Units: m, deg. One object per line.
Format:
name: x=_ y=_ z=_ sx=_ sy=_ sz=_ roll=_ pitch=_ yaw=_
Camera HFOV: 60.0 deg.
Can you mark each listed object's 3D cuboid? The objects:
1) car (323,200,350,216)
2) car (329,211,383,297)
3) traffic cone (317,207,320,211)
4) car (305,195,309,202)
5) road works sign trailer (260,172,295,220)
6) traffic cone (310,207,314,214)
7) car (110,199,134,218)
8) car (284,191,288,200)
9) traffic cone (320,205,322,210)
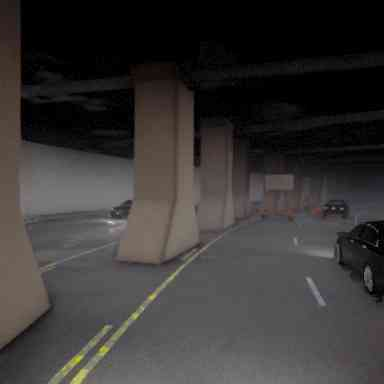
car: x=12.757 y=1.387 z=29.374 sx=2.033 sy=1.411 sz=5.357 roll=1 pitch=1 yaw=28
car: x=4.951 y=1.471 z=8.299 sx=1.837 sy=1.490 sz=4.892 roll=0 pitch=0 yaw=12
traffic cone: x=12.351 y=1.755 z=33.306 sx=0.340 sy=0.580 sz=0.340 roll=1 pitch=1 yaw=28
car: x=20.660 y=1.238 z=58.695 sx=1.895 sy=1.301 sz=4.718 roll=1 pitch=1 yaw=39
road works sign trailer: x=6.834 y=0.282 z=26.037 sx=2.380 sy=3.560 sz=2.880 roll=1 pitch=1 yaw=28
traffic cone: x=11.414 y=1.763 z=31.539 sx=0.340 sy=0.580 sz=0.340 roll=1 pitch=1 yaw=28
car: x=-4.413 y=1.243 z=25.852 sx=1.812 sy=1.442 sz=4.674 roll=1 pitch=1 yaw=22
car: x=18.077 y=0.817 z=61.057 sx=2.150 sy=2.045 sz=5.566 roll=1 pitch=1 yaw=39
traffic cone: x=13.287 y=1.747 z=35.073 sx=0.340 sy=0.580 sz=0.340 roll=1 pitch=1 yaw=28
